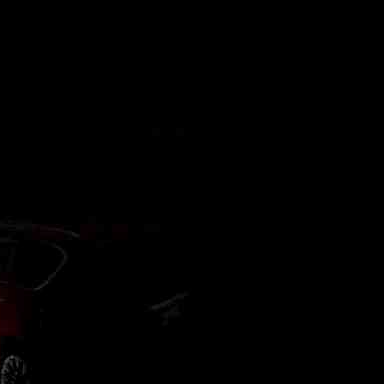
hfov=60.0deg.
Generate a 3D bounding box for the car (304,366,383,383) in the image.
[{"bbox_3d":[2.465,1.601,1.324,4.206,1.307,1.802,1,1,35],"label":"car"}]

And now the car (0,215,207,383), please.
[{"bbox_3d":[-2.151,1.247,4.593,5.009,1.841,2.192,1,1,35],"label":"car"}]
